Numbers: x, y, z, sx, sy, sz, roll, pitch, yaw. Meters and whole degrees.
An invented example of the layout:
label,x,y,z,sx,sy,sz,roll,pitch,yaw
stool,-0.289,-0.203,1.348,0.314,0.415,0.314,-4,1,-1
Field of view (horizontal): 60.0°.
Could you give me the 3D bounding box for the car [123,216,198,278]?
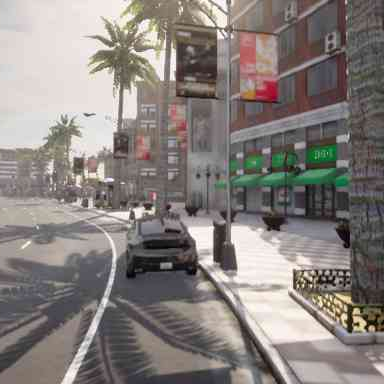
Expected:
label,x,y,z,sx,sy,sz,roll,pitch,yaw
car,-1.087,1.492,10.197,1.837,1.490,4.892,0,0,-11
